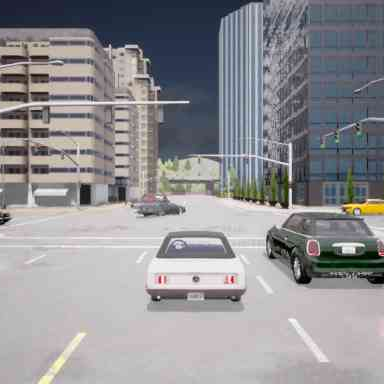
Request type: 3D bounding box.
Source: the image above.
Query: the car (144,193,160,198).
[{"bbox_3d":[-7.000,1.222,54.254,2.150,2.045,5.566,0,0,0],"label":"car"}]

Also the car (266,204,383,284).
[{"bbox_3d":[3.598,1.352,9.731,2.097,1.767,4.553,0,0,0],"label":"car"}]

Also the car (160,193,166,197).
[{"bbox_3d":[-6.927,1.221,64.912,2.150,2.045,5.566,0,0,2],"label":"car"}]

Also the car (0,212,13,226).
[{"bbox_3d":[-13.949,1.545,20.931,4.718,1.301,1.895,0,0,7],"label":"car"}]

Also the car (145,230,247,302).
[{"bbox_3d":[0.089,1.601,8.243,1.895,1.301,4.718,0,0,0],"label":"car"}]

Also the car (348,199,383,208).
[{"bbox_3d":[16.870,1.422,31.605,5.008,1.535,1.882,0,0,1],"label":"car"}]

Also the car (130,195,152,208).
[{"bbox_3d":[-7.023,1.491,44.682,2.128,1.511,4.902,0,0,0],"label":"car"}]

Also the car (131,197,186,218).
[{"bbox_3d":[-2.742,1.510,30.361,2.033,1.411,5.357,0,0,33],"label":"car"}]
